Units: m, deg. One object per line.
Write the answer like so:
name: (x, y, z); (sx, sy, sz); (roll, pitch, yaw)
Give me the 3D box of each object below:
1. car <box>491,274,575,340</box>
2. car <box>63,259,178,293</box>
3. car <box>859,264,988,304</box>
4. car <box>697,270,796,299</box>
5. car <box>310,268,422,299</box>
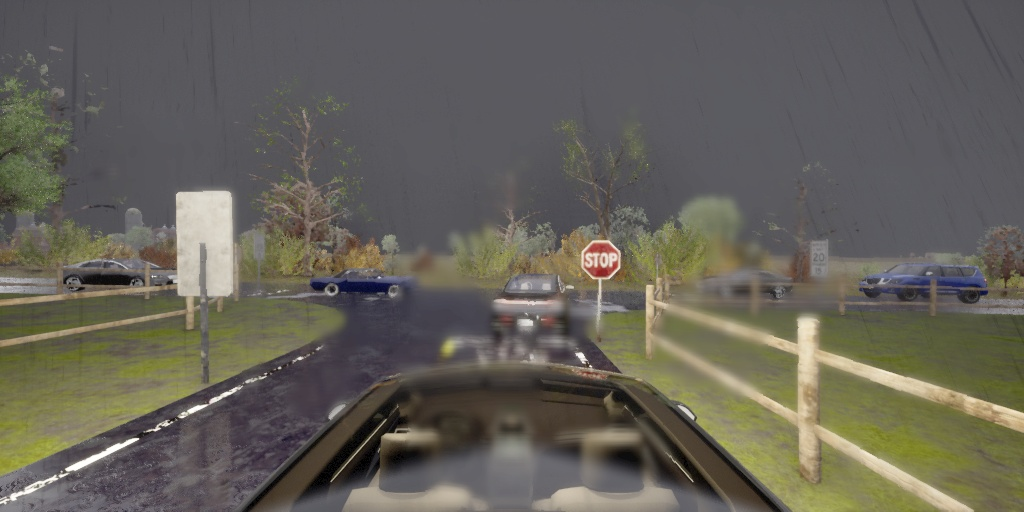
car: (0.706, 1.240, 10.107); (2.128, 1.511, 4.902); (0, 0, 9)
car: (-18.490, 0.885, 17.154); (4.902, 1.511, 2.128); (1, 1, 0)
car: (22.899, 1.466, 20.054); (5.566, 2.045, 2.150); (1, 1, 0)
car: (13.003, 1.525, 20.065); (4.902, 1.511, 2.128); (1, 1, 0)
car: (-6.822, 1.248, 17.138); (4.718, 1.301, 1.895); (1, 1, 0)
